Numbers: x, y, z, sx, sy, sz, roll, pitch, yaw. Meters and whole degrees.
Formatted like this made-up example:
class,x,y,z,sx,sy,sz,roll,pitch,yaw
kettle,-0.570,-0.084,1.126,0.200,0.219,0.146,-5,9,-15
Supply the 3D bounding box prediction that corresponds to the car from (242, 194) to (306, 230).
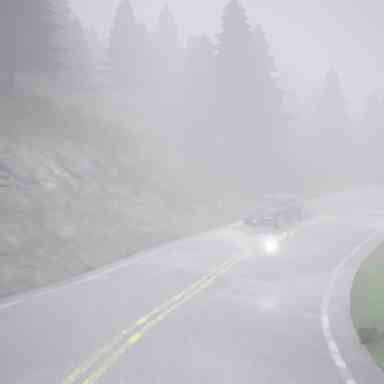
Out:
class,x,y,z,sx,sy,sz,roll,pitch,yaw
car,4.451,0.920,17.596,1.837,1.490,4.892,1,6,39
